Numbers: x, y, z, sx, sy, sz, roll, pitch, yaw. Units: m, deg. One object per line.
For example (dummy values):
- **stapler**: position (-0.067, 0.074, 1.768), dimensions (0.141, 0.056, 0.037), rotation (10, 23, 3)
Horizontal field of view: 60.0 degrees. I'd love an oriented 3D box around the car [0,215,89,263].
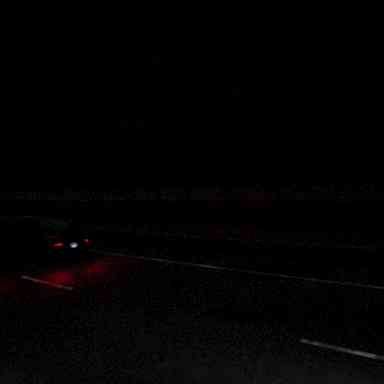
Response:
- **car**: position (-5.672, 1.551, 12.054), dimensions (4.674, 1.442, 1.812), rotation (-1, 0, 36)
